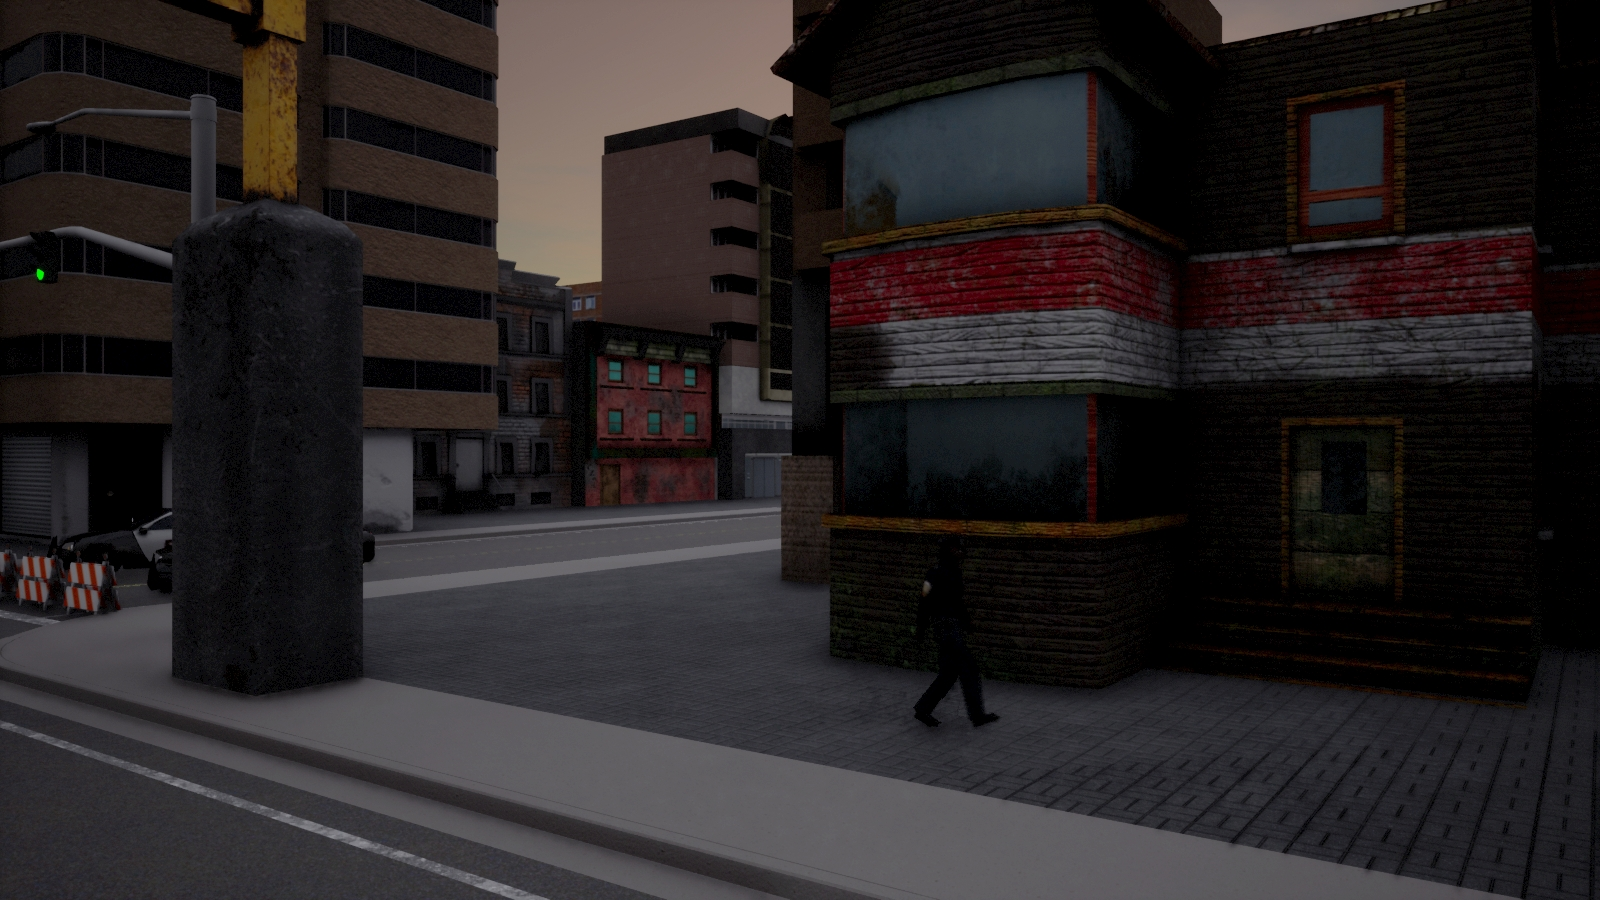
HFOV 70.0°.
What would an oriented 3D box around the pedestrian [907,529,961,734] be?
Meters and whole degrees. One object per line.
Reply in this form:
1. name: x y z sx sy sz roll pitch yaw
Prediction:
1. pedestrian: 1.271 1.698 10.837 0.375 1.860 0.375 0 0 35
